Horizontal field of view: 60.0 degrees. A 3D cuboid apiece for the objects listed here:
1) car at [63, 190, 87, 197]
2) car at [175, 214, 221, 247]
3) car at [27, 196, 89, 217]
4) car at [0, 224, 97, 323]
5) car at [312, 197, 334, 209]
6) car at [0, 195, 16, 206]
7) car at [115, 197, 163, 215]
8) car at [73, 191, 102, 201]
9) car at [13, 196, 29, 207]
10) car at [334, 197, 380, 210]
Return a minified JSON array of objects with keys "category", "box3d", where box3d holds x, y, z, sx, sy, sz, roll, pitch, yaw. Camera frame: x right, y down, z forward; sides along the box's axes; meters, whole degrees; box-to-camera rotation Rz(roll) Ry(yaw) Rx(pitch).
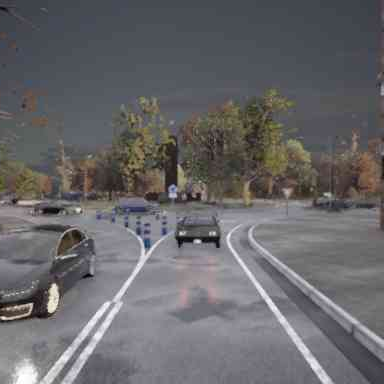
[{"category":"car","box3d":[-22.515,0.725,64.874,2.150,2.045,5.566,0,1,34]},{"category":"car","box3d":[0.414,1.688,15.548,1.895,1.301,4.718,0,0,5]},{"category":"car","box3d":[-12.466,1.468,30.941,4.902,1.511,2.128,0,1,24]},{"category":"car","box3d":[-3.528,1.573,7.587,1.837,1.490,4.892,0,0,-2]},{"category":"car","box3d":[17.620,1.347,42.297,4.674,1.442,1.812,0,1,-12]},{"category":"car","box3d":[-26.325,1.232,47.985,2.128,1.511,4.902,0,1,-7]},{"category":"car","box3d":[-5.149,1.305,32.624,4.553,1.767,2.097,0,1,6]},{"category":"car","box3d":[-19.568,1.037,63.375,1.837,1.490,4.892,0,2,37]},{"category":"car","box3d":[-22.485,1.378,45.334,1.895,1.301,4.718,0,1,-18]},{"category":"car","box3d":[19.985,1.398,39.373,4.892,1.490,1.837,1,-1,-6]}]
